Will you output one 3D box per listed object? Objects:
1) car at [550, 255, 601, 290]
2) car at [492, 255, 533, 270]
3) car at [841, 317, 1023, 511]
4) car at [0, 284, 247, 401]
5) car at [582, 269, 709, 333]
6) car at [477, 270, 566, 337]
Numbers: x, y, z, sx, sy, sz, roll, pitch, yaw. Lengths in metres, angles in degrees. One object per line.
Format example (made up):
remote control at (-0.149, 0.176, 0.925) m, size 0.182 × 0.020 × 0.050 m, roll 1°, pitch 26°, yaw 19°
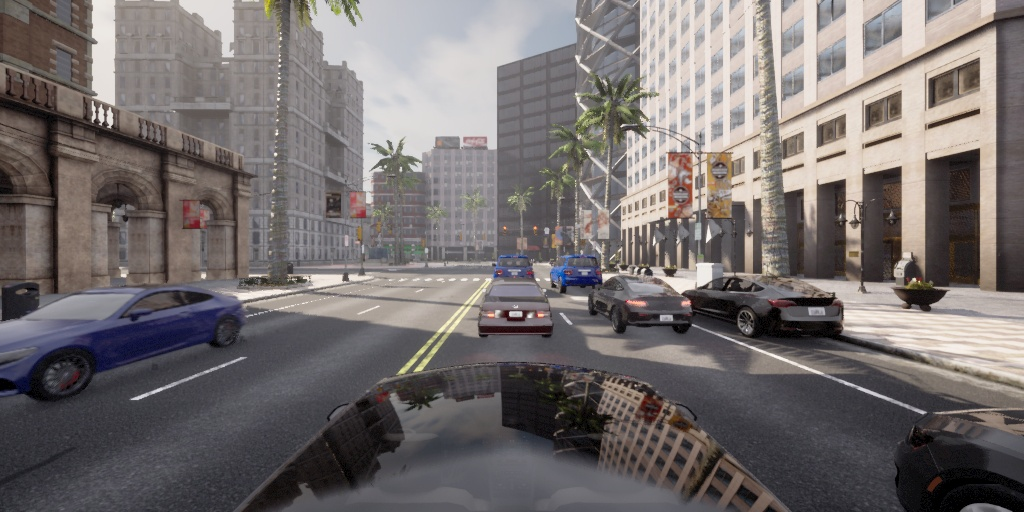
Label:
car at (3.547, 0.971, 20.589) m, size 2.150 × 2.045 × 5.566 m, roll 0°, pitch 0°, yaw -2°
car at (0.048, 0.971, 20.455) m, size 2.150 × 2.045 × 5.566 m, roll 0°, pitch 0°, yaw -2°
car at (3.600, 1.255, 0.450) m, size 1.837 × 1.490 × 4.892 m, roll 0°, pitch 0°, yaw 0°
car at (-7.110, 1.276, 6.552) m, size 1.812 × 1.442 × 4.674 m, roll 0°, pitch 0°, yaw 0°
car at (3.564, 1.276, 10.625) m, size 1.812 × 1.442 × 4.674 m, roll 0°, pitch 0°, yaw -1°
car at (0.070, 1.297, 10.235) m, size 2.033 × 1.411 × 5.357 m, roll 0°, pitch 0°, yaw 0°
